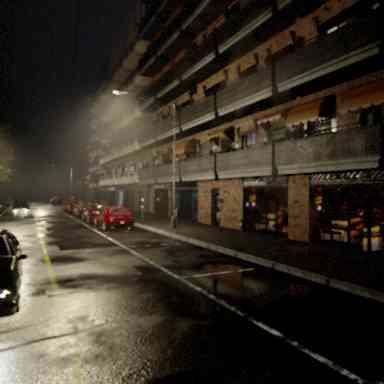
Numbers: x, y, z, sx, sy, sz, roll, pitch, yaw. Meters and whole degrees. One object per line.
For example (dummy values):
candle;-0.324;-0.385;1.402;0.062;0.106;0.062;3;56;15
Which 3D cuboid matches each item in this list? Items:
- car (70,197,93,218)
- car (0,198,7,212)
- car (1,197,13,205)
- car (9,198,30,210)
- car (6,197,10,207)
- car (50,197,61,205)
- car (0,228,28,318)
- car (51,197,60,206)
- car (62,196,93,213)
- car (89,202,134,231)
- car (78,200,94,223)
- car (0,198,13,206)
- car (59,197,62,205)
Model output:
car;-9.881;1.515;30.931;1.967;1.590;4.097;0;0;-26
car;-22.364;1.629;37.351;2.008;1.369;4.403;0;0;-26
car;-34.687;1.679;62.473;1.752;1.417;4.829;0;0;-26
car;-23.037;1.666;44.833;1.994;1.385;4.181;0;0;-26
car;-29.728;1.646;52.362;1.752;1.417;4.829;0;0;-26
car;-27.313;1.703;66.469;1.752;1.417;4.829;0;0;-26
car;-4.773;1.559;7.375;2.033;1.411;5.357;0;0;-26
car;-22.279;1.584;56.206;1.967;1.590;4.097;0;0;-26
car;-12.361;1.403;35.986;2.192;1.841;5.009;0;0;-26
car;-4.922;1.595;20.822;1.887;1.381;4.507;0;0;-26
car;-7.403;1.607;25.877;1.887;1.381;4.507;0;0;-26
car;-32.282;1.688;57.570;2.008;1.369;4.403;0;0;-26
car;-14.840;1.541;41.042;1.967;1.590;4.097;0;0;-26
